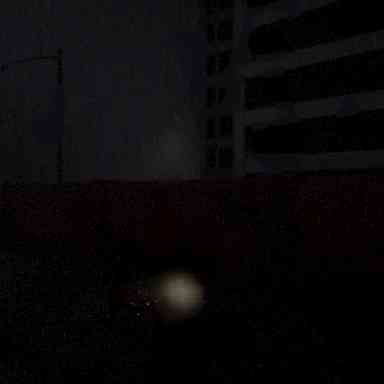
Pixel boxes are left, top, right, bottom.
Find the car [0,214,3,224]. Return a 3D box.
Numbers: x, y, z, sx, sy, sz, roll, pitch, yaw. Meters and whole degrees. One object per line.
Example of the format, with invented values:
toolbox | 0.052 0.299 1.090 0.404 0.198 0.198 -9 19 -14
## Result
car | -14.221 1.350 20.452 2.097 1.767 4.553 0 0 30
